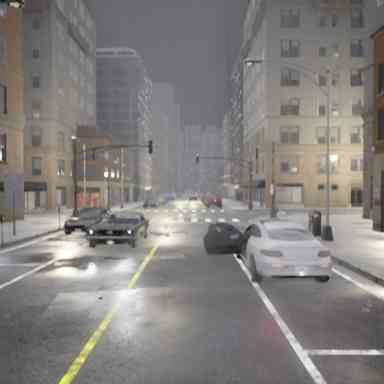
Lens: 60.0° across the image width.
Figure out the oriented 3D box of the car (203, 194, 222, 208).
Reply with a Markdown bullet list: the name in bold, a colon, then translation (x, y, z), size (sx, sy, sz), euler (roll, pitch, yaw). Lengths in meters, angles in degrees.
- **car**: translation (2.998, 1.250, 45.434), size (2.192, 1.841, 5.009), euler (-1, 0, 0)

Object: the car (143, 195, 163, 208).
- **car**: translation (-5.525, 1.501, 45.464), size (1.947, 1.339, 4.313), euler (-1, 0, 0)

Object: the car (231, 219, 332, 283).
- **car**: translation (2.383, 1.505, 9.497), size (1.812, 1.442, 4.674), euler (0, 0, 0)

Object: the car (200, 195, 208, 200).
- **car**: translation (3.163, 1.438, 90.121), size (1.947, 1.339, 4.313), euler (-1, 0, 0)

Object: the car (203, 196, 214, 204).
- **car**: translation (3.062, 1.441, 62.362), size (1.752, 1.417, 4.829), euler (-1, 0, 0)

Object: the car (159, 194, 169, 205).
- **car**: translation (-5.488, 1.448, 56.466), size (1.752, 1.417, 4.829), euler (-1, 0, 0)

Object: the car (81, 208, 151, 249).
- **car**: translation (-3.031, 1.571, 14.566), size (1.895, 1.301, 4.718), euler (0, 0, 0)

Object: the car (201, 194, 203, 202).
- **car**: translation (3.019, 1.244, 51.021), size (2.192, 1.841, 5.009), euler (-1, 0, 0)

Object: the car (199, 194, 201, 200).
- **car**: translation (3.079, 1.223, 67.778), size (2.192, 1.841, 5.009), euler (-1, 0, 0)

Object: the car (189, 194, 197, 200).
- **car**: translation (0.286, 1.294, 85.300), size (2.033, 1.411, 5.357), euler (0, 0, 0)

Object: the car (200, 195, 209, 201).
- **car**: translation (3.142, 1.447, 84.536), size (1.947, 1.339, 4.313), euler (-1, 0, 0)

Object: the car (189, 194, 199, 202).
- **car**: translation (0.251, 1.389, 74.878), size (1.837, 1.490, 4.892), euler (0, 0, 0)

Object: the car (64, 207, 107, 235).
- **car**: translation (-5.614, 1.529, 18.591), size (1.947, 1.339, 4.313), euler (-1, 0, 0)

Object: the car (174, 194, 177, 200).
- **car**: translation (-5.414, 1.206, 78.979), size (2.192, 1.841, 5.009), euler (-1, 0, 0)

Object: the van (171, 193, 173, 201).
- **van**: translation (-5.452, 1.249, 67.807), size (1.690, 1.788, 3.998), euler (-1, 0, 0)

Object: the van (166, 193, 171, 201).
- **van**: translation (-5.470, 1.257, 62.221), size (1.690, 1.788, 3.998), euler (-1, 0, 0)
